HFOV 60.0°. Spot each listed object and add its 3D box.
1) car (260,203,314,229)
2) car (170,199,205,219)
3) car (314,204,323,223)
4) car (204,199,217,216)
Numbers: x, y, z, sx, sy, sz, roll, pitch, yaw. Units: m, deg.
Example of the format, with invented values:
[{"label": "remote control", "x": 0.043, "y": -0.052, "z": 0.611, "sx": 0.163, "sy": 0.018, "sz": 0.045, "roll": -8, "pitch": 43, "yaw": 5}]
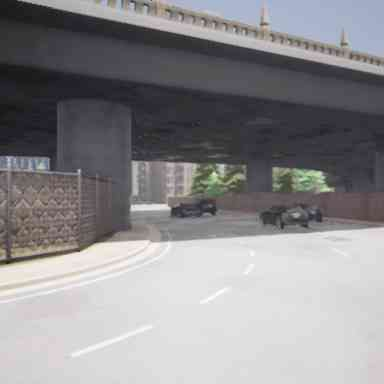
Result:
[{"label": "car", "x": 6.660, "y": 1.683, "z": 24.512, "sx": 2.097, "sy": 1.767, "sz": 4.553, "roll": 0, "pitch": -1, "yaw": -10}, {"label": "car", "x": -0.762, "y": 1.931, "z": 35.720, "sx": 2.097, "sy": 1.767, "sz": 4.553, "roll": 0, "pitch": -1, "yaw": -23}, {"label": "car", "x": 9.230, "y": 1.726, "z": 28.836, "sx": 2.097, "sy": 1.767, "sz": 4.553, "roll": 0, "pitch": -1, "yaw": -14}, {"label": "car", "x": 1.064, "y": 1.863, "z": 40.722, "sx": 2.150, "sy": 2.045, "sz": 5.566, "roll": 0, "pitch": -1, "yaw": -24}]
